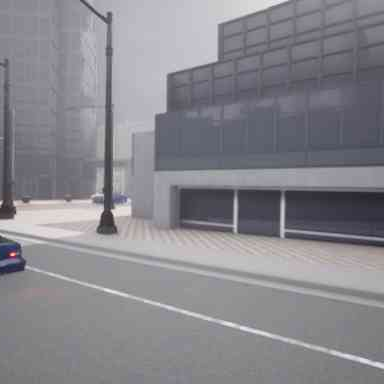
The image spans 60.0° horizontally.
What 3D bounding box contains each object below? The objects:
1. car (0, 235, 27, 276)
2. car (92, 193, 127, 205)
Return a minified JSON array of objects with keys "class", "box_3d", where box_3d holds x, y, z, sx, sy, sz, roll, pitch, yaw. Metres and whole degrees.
[{"class":"car","box_3d":[-6.458,1.423,8.717,5.357,1.411,2.033,1,1,36]},{"class":"car","box_3d":[-10.812,0.884,43.899,1.882,1.535,5.008,2,1,37]}]
